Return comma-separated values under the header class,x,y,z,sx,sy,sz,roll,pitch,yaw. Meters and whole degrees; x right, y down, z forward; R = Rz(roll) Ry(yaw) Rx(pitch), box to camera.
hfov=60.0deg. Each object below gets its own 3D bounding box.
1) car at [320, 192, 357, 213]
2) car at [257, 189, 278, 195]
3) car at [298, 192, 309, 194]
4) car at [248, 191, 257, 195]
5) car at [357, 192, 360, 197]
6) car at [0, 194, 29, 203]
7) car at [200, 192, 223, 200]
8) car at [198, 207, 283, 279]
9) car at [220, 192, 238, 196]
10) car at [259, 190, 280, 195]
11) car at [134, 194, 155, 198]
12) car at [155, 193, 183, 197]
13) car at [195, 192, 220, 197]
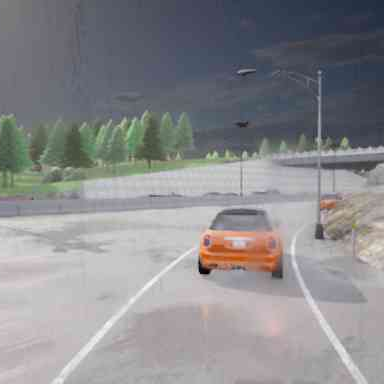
class,x,y,z,sx,sy,sz,roll,pitch,yaw
car,14.104,0.995,32.536,2.097,1.767,4.553,1,1,42
car,18.100,0.347,76.930,2.150,2.045,5.566,1,1,44
car,24.649,0.728,73.614,1.994,1.385,4.181,1,1,44
car,15.072,0.591,78.846,1.837,1.490,4.892,1,1,44
car,33.241,0.745,67.378,1.882,1.535,5.008,1,1,44
car,-24.036,0.972,44.539,4.181,1.385,1.994,0,1,-25
car,4.058,0.700,67.636,1.837,1.490,4.892,1,1,45
car,1.569,1.235,9.983,2.097,1.767,4.553,0,1,12
car,7.122,0.776,65.768,2.033,1.411,5.357,1,1,45
car,15.773,0.811,64.573,2.033,1.411,5.357,1,1,44
car,-7.457,0.912,56.028,1.895,1.301,4.718,1,1,45
car,-3.434,0.896,55.112,1.994,1.385,4.181,1,1,45
car,1.690,0.965,50.357,1.994,1.385,4.181,1,1,45
